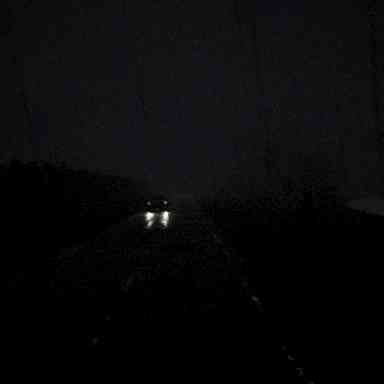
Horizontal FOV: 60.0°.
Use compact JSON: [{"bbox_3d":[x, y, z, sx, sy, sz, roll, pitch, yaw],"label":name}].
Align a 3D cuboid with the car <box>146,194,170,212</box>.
[{"bbox_3d":[-3.388,1.039,33.713,2.097,1.767,4.553,-1,1,-1],"label":"car"}]
